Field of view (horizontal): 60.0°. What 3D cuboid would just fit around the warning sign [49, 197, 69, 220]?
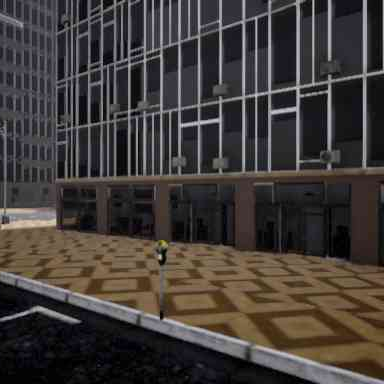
[{"bbox_3d":[-11.649,1.429,29.083,1.300,1.860,1.060,1,1,33],"label":"warning sign"}]
